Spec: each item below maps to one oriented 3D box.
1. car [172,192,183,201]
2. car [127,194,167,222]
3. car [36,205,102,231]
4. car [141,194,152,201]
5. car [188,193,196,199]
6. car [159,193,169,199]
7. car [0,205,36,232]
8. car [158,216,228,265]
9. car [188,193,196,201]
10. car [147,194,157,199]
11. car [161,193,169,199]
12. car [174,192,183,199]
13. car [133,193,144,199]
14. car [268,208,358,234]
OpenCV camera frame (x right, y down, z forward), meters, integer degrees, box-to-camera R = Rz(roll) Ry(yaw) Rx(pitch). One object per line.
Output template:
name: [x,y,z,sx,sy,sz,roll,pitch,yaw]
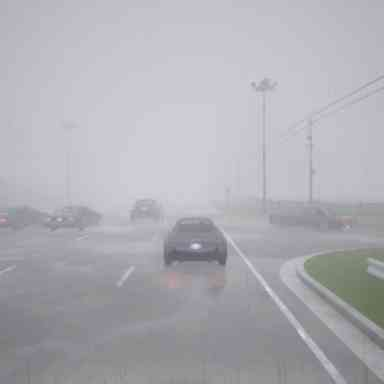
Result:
car: [-3.485,1.077,77.029,2.097,1.767,4.553,0,0,0]
car: [-3.395,1.264,25.820,2.097,1.767,4.553,0,0,0]
car: [-6.896,1.480,19.838,2.033,1.411,5.357,0,0,0]
car: [-10.485,1.223,76.550,1.837,1.490,4.892,0,0,0]
car: [0.017,1.017,86.967,1.882,1.535,5.008,0,0,0]
car: [-6.985,1.079,77.074,2.097,1.767,4.553,0,0,0]
car: [-10.397,1.480,19.745,2.033,1.411,5.357,0,0,0]
car: [0.103,1.524,11.526,1.994,1.385,4.181,0,0,0]
car: [0.015,1.285,76.964,1.994,1.385,4.181,0,0,0]
car: [-10.483,1.134,86.999,1.895,1.301,4.718,0,0,0]
car: [-6.983,1.039,86.968,1.837,1.490,4.892,0,0,0]
car: [-3.483,0.894,86.937,2.097,1.767,4.553,0,0,0]
car: [-13.983,1.091,86.970,1.994,1.385,4.181,0,0,0]
car: [6.729,1.536,19.115,1.895,1.301,4.718,0,0,-40]
